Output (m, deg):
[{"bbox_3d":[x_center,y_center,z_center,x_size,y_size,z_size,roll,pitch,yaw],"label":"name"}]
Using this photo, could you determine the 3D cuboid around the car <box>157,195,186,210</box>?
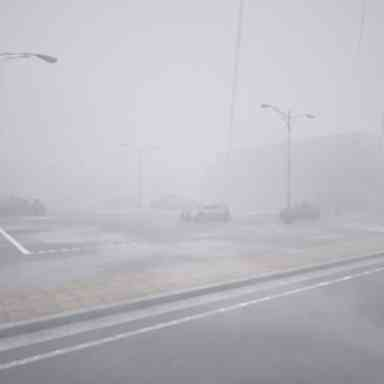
[{"bbox_3d":[-1.718,1.314,42.617,4.605,1.855,1.932,1,0,-35],"label":"car"}]

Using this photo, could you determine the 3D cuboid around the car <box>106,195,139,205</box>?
[{"bbox_3d":[-11.049,1.368,55.249,5.027,1.636,2.152,1,0,-35],"label":"car"}]

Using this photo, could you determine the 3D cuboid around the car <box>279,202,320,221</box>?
[{"bbox_3d":[8.813,1.587,27.304,3.633,1.501,1.845,1,0,-35],"label":"car"}]

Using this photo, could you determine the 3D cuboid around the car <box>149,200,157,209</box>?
[{"bbox_3d":[-3.720,1.290,44.762,3.866,1.878,1.905,1,0,-35],"label":"car"}]

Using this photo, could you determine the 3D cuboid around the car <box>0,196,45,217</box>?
[{"bbox_3d":[-14.855,1.363,29.031,3.633,1.501,1.845,1,0,-35],"label":"car"}]

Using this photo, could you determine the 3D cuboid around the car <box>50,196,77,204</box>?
[{"bbox_3d":[-22.867,1.445,59.288,4.514,1.523,2.007,1,0,-35],"label":"car"}]

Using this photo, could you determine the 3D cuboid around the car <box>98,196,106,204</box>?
[{"bbox_3d":[-14.991,1.444,60.324,3.806,1.475,1.970,1,0,-35],"label":"car"}]

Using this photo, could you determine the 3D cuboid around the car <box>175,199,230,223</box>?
[{"bbox_3d":[1.023,1.529,25.496,3.806,1.475,1.970,1,0,-35],"label":"car"}]
